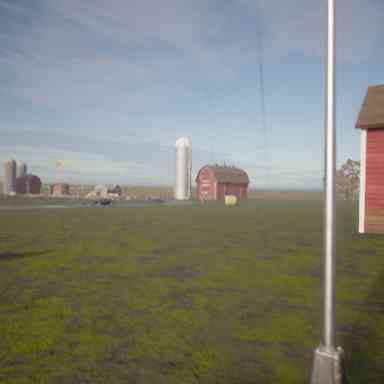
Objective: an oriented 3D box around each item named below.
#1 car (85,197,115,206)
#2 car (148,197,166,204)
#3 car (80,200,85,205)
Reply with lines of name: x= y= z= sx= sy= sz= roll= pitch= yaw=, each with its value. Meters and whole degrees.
car: x=-16.289 y=1.817 z=60.494 sx=1.837 sy=1.490 sz=4.892 roll=1 pitch=0 yaw=37
car: x=-7.621 y=1.898 z=72.802 sx=1.837 sy=1.490 sz=4.892 roll=1 pitch=0 yaw=28
car: x=-18.574 y=1.730 z=62.138 sx=1.882 sy=1.535 sz=5.008 roll=1 pitch=0 yaw=37
